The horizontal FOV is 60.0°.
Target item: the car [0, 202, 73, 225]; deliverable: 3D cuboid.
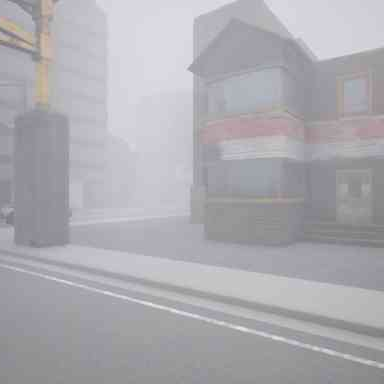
[{"bbox_3d":[-10.732,1.453,23.536,2.038,1.542,4.974,0,0,16],"label":"car"}]
